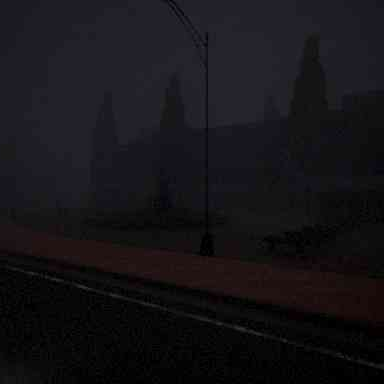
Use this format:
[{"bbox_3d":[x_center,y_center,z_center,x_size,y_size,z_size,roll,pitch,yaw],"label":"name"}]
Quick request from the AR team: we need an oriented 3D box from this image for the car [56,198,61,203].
[{"bbox_3d":[-25.769,1.463,68.986,2.128,1.511,4.902,0,0,33],"label":"car"}]

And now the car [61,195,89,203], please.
[{"bbox_3d":[-22.979,1.429,66.876,1.882,1.535,5.008,0,0,33],"label":"car"}]
